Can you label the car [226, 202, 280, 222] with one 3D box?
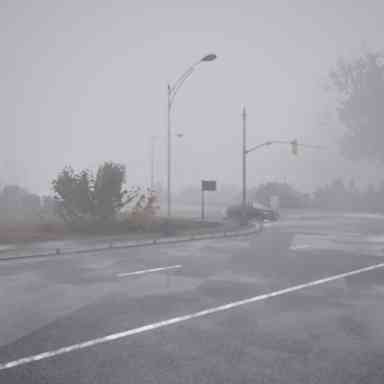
[{"bbox_3d":[4.728,1.504,26.427,1.812,1.442,4.674,0,0,-39],"label":"car"}]
